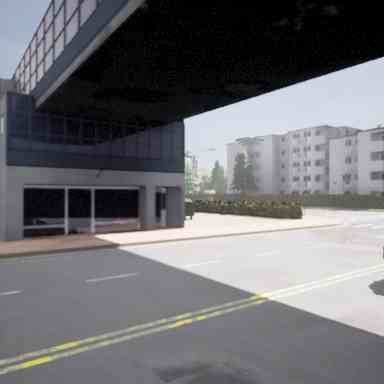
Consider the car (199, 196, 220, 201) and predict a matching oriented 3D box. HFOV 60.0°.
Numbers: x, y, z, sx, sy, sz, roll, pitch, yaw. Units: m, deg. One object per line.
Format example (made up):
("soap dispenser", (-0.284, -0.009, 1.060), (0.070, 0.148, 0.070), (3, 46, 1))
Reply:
("car", (2.729, 1.482, 50.941), (2.097, 1.767, 4.553), (0, 0, -36))
